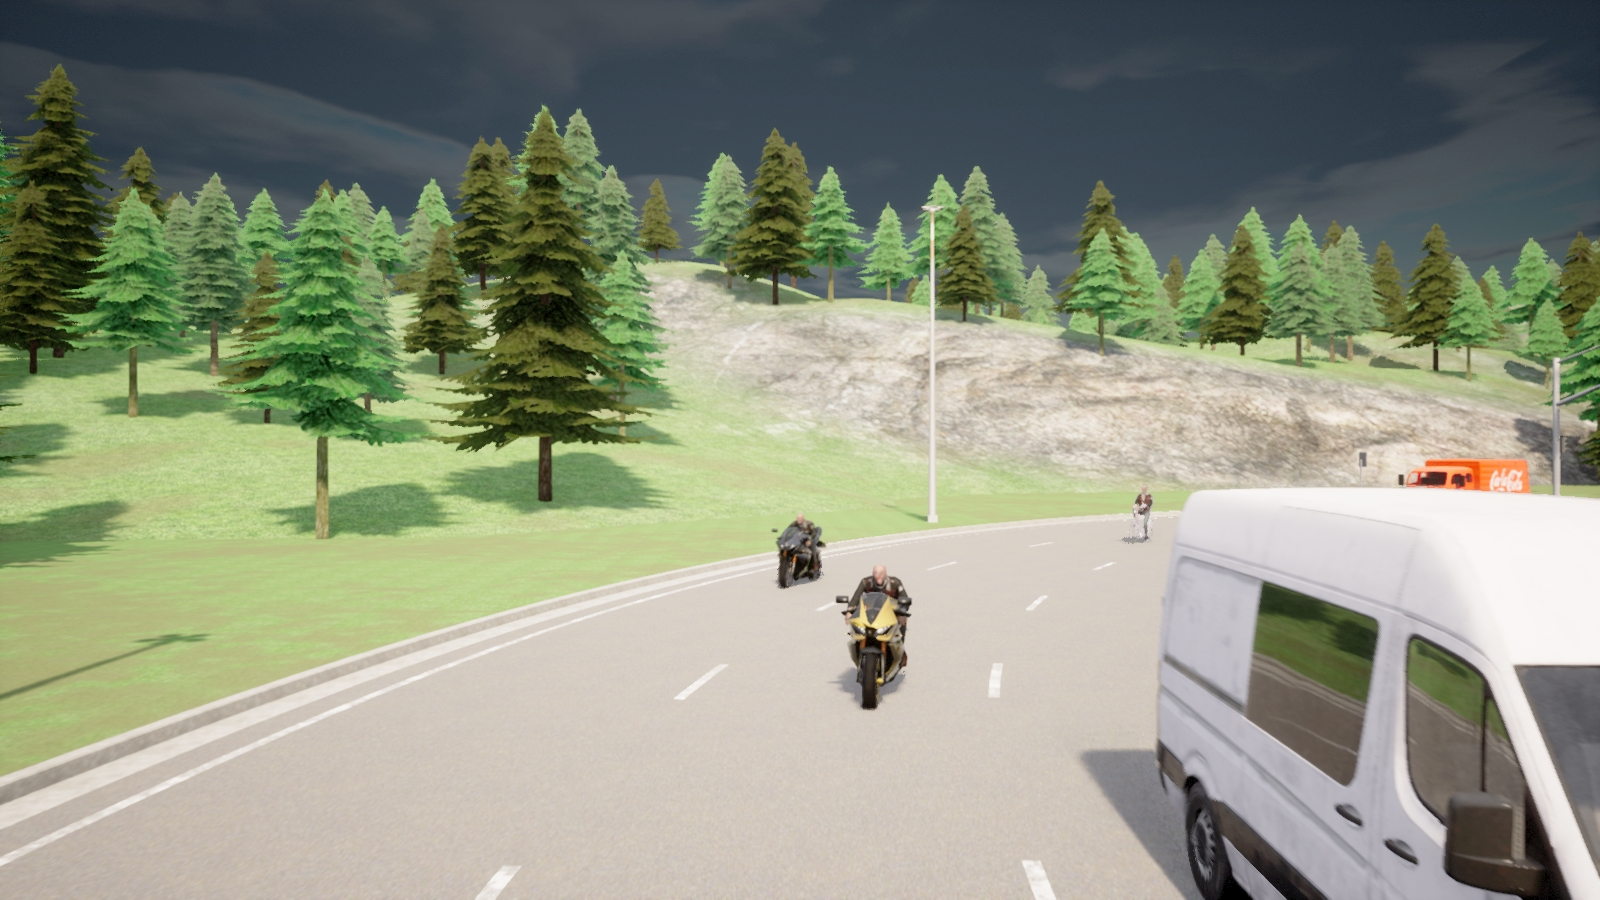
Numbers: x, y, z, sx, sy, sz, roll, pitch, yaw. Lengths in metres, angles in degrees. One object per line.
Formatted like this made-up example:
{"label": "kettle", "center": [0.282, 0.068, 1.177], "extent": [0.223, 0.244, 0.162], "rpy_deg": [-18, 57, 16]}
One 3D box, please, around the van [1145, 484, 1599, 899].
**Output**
{"label": "van", "center": [3.449, 1.535, 5.386], "extent": [1.988, 2.561, 5.915], "rpy_deg": [-1, 0, 2]}

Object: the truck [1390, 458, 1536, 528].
{"label": "truck", "center": [25.368, 1.574, 43.683], "extent": [5.204, 2.467, 2.627], "rpy_deg": [0, 0, -31]}

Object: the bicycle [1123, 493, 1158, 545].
{"label": "bicycle", "center": [10.235, 2.065, 34.286], "extent": [0.329, 1.471, 1.835], "rpy_deg": [0, 0, 39]}

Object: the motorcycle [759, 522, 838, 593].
{"label": "motorcycle", "center": [-0.004, 2.208, 23.873], "extent": [0.867, 1.251, 2.209], "rpy_deg": [2, 1, 21]}

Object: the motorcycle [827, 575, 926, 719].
{"label": "motorcycle", "center": [0.925, 2.207, 13.210], "extent": [0.867, 1.251, 2.209], "rpy_deg": [0, 0, 11]}
